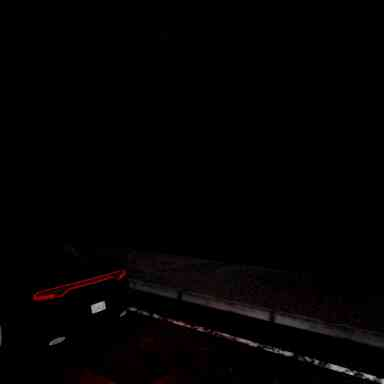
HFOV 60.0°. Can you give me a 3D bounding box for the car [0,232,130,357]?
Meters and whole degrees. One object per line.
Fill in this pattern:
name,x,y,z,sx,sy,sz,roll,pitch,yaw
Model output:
car,-3.371,1.477,6.094,5.008,1.535,1.882,0,0,34
